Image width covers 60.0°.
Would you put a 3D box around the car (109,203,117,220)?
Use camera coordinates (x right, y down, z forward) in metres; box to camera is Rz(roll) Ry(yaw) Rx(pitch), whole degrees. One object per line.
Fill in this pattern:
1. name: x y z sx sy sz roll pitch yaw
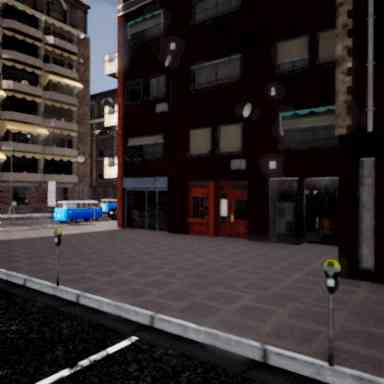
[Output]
1. car: -6.019 1.928 31.458 1.947 1.339 4.313 -1 -2 35

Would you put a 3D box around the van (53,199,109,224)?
1. van: -9.087 1.597 26.847 1.690 1.788 3.998 -1 -2 35

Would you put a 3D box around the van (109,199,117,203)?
1. van: -9.650 1.757 40.769 1.690 1.788 3.998 -1 -2 35
